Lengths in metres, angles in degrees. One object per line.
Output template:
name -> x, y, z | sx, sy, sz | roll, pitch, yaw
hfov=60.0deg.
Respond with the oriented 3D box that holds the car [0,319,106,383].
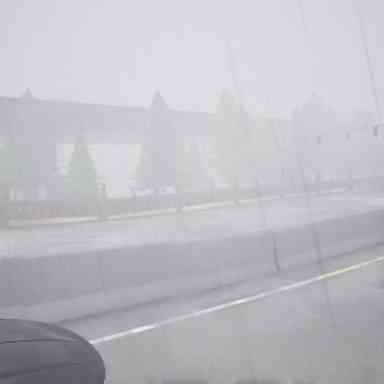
car -> -2.922, 1.470, 1.661 | 5.008, 1.535, 1.882 | 0, 0, -35
